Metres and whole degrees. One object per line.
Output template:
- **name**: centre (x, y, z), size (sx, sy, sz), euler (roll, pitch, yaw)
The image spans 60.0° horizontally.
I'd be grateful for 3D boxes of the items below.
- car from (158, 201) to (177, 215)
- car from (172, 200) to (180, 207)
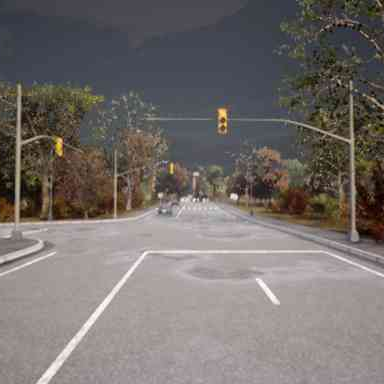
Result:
- **car**: centre (-3.603, 2.389, 45.714), size (2.128, 1.511, 4.902), euler (0, -1, 0)
- **car**: centre (-3.479, 2.400, 69.709), size (2.033, 1.411, 5.357), euler (0, 0, 1)
